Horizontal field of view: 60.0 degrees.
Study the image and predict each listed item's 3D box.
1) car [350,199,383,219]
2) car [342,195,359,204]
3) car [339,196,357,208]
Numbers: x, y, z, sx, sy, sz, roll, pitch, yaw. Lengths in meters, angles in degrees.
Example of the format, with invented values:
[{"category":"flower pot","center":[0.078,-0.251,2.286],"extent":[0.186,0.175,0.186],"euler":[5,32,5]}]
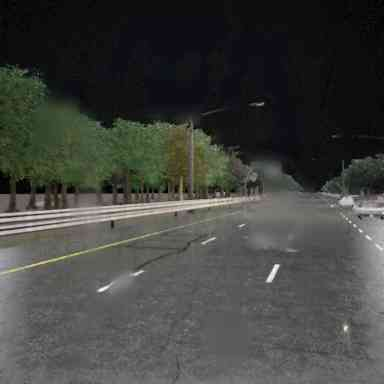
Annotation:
[{"category":"car","center":[15.046,1.577,28.510],"extent":[1.895,1.301,4.718],"euler":[0,0,20]},{"category":"car","center":[31.173,1.450,65.407],"extent":[2.128,1.511,4.902],"euler":[0,0,35]},{"category":"car","center":[22.338,1.494,47.979],"extent":[1.812,1.442,4.674],"euler":[0,0,22]}]
